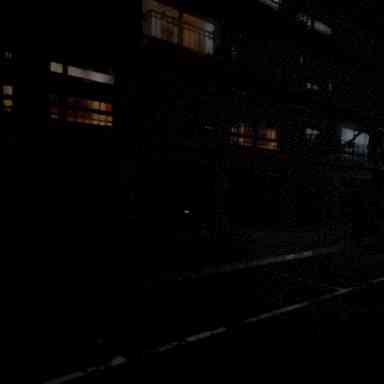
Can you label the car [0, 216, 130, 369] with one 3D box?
[{"bbox_3d":[-3.246,1.315,4.220,5.009,1.841,2.192,0,1,-35],"label":"car"}]
